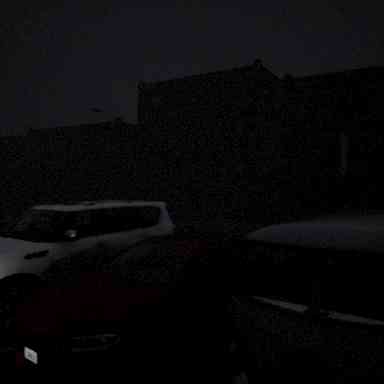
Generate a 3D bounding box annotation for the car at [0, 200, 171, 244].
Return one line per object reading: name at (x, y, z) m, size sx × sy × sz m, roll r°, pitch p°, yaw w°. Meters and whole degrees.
car at (-2.576, 1.224, 7.201) m, size 2.435 × 2.045 × 5.566 m, roll 0°, pitch 0°, yaw 35°

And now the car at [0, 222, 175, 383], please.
car at (-0.274, 1.477, 5.601) m, size 2.097 × 1.535 × 5.008 m, roll 0°, pitch 0°, yaw 35°

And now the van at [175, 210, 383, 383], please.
van at (1.938, 1.254, 3.874) m, size 1.878 × 1.987 × 4.442 m, roll 0°, pitch 0°, yaw 35°
